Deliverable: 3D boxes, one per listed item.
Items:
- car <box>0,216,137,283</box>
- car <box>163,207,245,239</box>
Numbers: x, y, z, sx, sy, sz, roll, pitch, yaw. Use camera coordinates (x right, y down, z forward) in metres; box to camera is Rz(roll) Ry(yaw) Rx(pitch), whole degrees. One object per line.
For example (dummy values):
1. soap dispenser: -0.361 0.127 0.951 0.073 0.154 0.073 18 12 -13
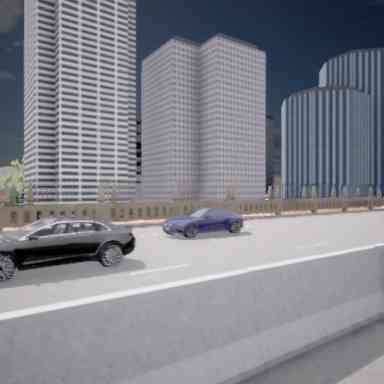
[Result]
1. car: -4.016 1.491 9.724 4.902 1.511 2.128 0 0 -35
2. car: 0.714 1.518 17.395 4.674 1.442 1.812 0 0 -35
